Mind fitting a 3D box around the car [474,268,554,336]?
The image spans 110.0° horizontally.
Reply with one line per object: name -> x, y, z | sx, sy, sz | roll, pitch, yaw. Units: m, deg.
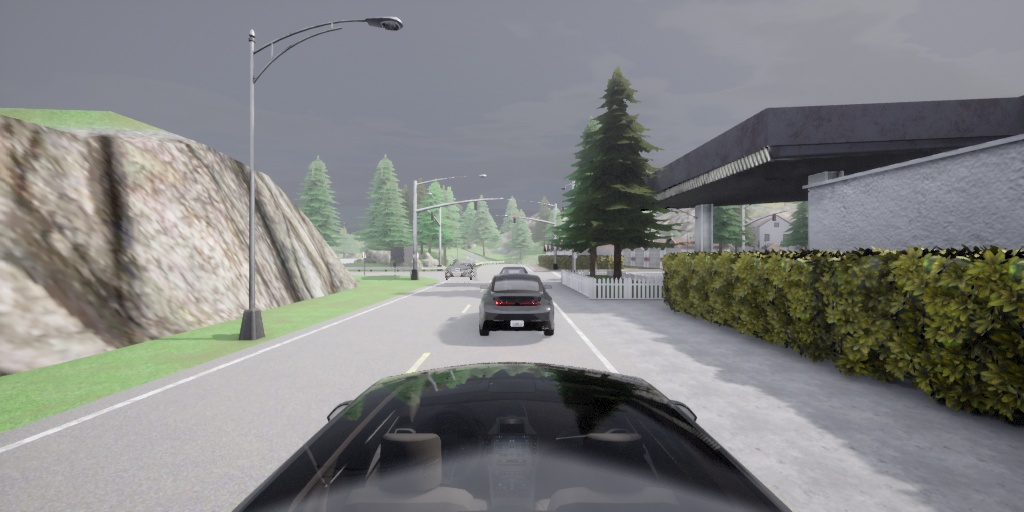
car -> 0.117, 1.255, 10.376 | 1.837, 1.490, 4.892 | 0, 0, 0

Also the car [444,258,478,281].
car -> -3.452, 0.890, 25.043 | 2.128, 1.511, 4.902 | 0, 0, 0
